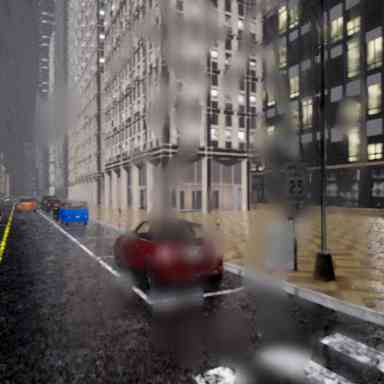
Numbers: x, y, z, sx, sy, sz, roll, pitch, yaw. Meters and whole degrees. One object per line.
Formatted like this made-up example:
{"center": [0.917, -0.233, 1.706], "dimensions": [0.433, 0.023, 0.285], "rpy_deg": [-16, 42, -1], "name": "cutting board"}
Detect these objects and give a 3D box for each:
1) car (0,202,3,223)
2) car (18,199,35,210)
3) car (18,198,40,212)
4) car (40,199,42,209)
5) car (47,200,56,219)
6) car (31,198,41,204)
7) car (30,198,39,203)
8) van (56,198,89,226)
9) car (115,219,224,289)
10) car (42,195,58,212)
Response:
{"center": [-16.300, 1.740, 26.539], "dimensions": [1.994, 1.385, 4.181], "rpy_deg": [0, 0, -27], "name": "car"}
{"center": [-25.420, 1.873, 50.873], "dimensions": [2.033, 1.411, 5.357], "rpy_deg": [0, 0, -30], "name": "car"}
{"center": [-21.063, 1.620, 42.500], "dimensions": [2.097, 1.767, 4.553], "rpy_deg": [0, 0, -28], "name": "car"}
{"center": [-20.214, 1.516, 47.370], "dimensions": [2.150, 2.045, 5.566], "rpy_deg": [0, 0, -28], "name": "car"}
{"center": [-11.335, 1.720, 29.510], "dimensions": [2.008, 1.369, 4.403], "rpy_deg": [0, 0, -28], "name": "car"}
{"center": [-34.908, 2.064, 74.550], "dimensions": [1.802, 1.307, 4.206], "rpy_deg": [0, 0, -28], "name": "car"}
{"center": [-40.146, 2.123, 84.559], "dimensions": [1.947, 1.339, 4.313], "rpy_deg": [0, 0, -28], "name": "car"}
{"center": [-8.717, 1.478, 24.506], "dimensions": [1.690, 1.788, 3.998], "rpy_deg": [0, 0, -28], "name": "van"}
{"center": [-0.858, 1.482, 9.492], "dimensions": [1.967, 1.590, 4.097], "rpy_deg": [0, 0, -28], "name": "car"}
{"center": [-16.934, 1.598, 41.117], "dimensions": [2.097, 1.767, 4.553], "rpy_deg": [0, 0, -28], "name": "car"}
